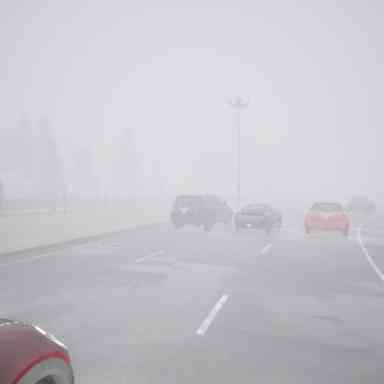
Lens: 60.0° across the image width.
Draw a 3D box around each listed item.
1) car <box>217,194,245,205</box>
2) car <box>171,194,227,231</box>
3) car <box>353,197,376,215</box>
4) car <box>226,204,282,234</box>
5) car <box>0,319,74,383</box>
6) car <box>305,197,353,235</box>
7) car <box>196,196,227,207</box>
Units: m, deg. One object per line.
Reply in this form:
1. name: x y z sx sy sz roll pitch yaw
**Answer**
1. car: 5.628 1.019 47.401 1.994 1.385 4.181 0 0 40
2. car: 0.729 1.156 20.482 2.150 2.045 5.566 0 0 25
3. car: 16.709 1.254 32.882 2.097 1.767 4.553 0 1 36
4. car: 3.888 1.432 18.905 2.128 1.511 4.902 0 0 25
5. car: -2.516 1.348 1.415 2.097 1.767 4.553 0 0 14
6. car: 7.714 1.294 18.720 2.097 1.767 4.553 0 0 26
7. car: 2.960 1.325 49.668 1.882 1.535 5.008 0 0 40
